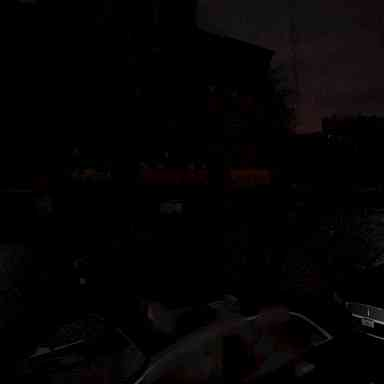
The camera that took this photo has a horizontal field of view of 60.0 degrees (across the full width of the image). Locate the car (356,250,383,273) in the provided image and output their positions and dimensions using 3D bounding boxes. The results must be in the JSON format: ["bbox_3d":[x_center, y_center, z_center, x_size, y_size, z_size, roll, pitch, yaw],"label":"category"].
[{"bbox_3d":[4.172,1.549,5.801,4.403,1.369,2.008,0,-2,-35],"label":"car"}]

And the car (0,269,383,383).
[{"bbox_3d":[-0.268,1.550,2.643,4.403,1.369,2.008,0,-2,-35],"label":"car"}]
